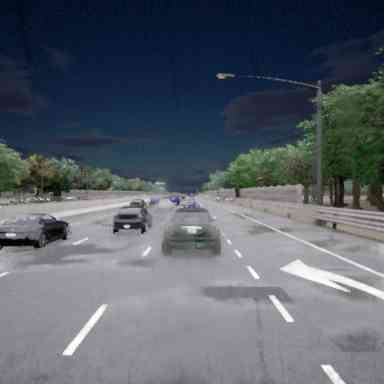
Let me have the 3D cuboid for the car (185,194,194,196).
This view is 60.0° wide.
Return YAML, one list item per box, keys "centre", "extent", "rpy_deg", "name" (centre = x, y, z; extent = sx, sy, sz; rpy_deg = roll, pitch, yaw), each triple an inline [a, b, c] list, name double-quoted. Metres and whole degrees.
- centre: [-0.034, 1.824, 83.442]
  extent: [2.128, 1.511, 4.902]
  rpy_deg: [0, 0, 0]
  name: "car"

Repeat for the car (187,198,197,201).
- centre: [-0.017, 1.791, 41.917]
  extent: [1.895, 1.301, 4.718]
  rpy_deg: [0, 0, 0]
  name: "car"

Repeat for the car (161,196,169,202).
- centre: [-7.036, 1.810, 87.448]
  extent: [1.837, 1.490, 4.892]
  rpy_deg: [0, 0, 0]
  name: "car"

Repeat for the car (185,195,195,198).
- centre: [-0.027, 1.850, 65.303]
  extent: [1.895, 1.301, 4.718]
  rpy_deg: [0, 0, 0]
  name: "car"

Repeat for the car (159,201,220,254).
- centre: [-0.007, 1.428, 13.965]
  extent: [2.097, 1.767, 4.553]
  rpy_deg: [0, 0, 0]
  name: "car"

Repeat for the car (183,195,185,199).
- centre: [-3.535, 1.900, 85.460]
  extent: [1.895, 1.301, 4.718]
  rpy_deg: [0, 0, 0]
  name: "car"

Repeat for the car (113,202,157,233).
- centre: [-3.506, 1.614, 20.324]
  extent: [1.837, 1.490, 4.892]
  rpy_deg: [0, 0, 0]
  name: "car"

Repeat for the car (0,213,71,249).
- centre: [-7.007, 1.644, 14.910]
  extent: [1.994, 1.385, 4.181]
  rpy_deg: [0, 0, 0]
  name: "car"

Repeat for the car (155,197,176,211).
- centre: [-3.519, 1.723, 44.605]
  extent: [1.812, 1.442, 4.674]
  rpy_deg: [0, 0, 0]
  name: "car"

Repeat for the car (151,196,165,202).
- centre: [-7.026, 1.726, 65.311]
  extent: [1.882, 1.535, 5.008]
  rpy_deg: [0, 0, 0]
  name: "car"

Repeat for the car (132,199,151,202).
- centre: [-7.019, 1.702, 43.710]
  extent: [1.837, 1.490, 4.892]
  rpy_deg: [0, 0, 0]
  name: "car"

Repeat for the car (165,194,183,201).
- centre: [-3.526, 1.470, 65.361]
  extent: [2.150, 2.045, 5.566]
  rpy_deg: [0, 0, 0]
  name: "car"
